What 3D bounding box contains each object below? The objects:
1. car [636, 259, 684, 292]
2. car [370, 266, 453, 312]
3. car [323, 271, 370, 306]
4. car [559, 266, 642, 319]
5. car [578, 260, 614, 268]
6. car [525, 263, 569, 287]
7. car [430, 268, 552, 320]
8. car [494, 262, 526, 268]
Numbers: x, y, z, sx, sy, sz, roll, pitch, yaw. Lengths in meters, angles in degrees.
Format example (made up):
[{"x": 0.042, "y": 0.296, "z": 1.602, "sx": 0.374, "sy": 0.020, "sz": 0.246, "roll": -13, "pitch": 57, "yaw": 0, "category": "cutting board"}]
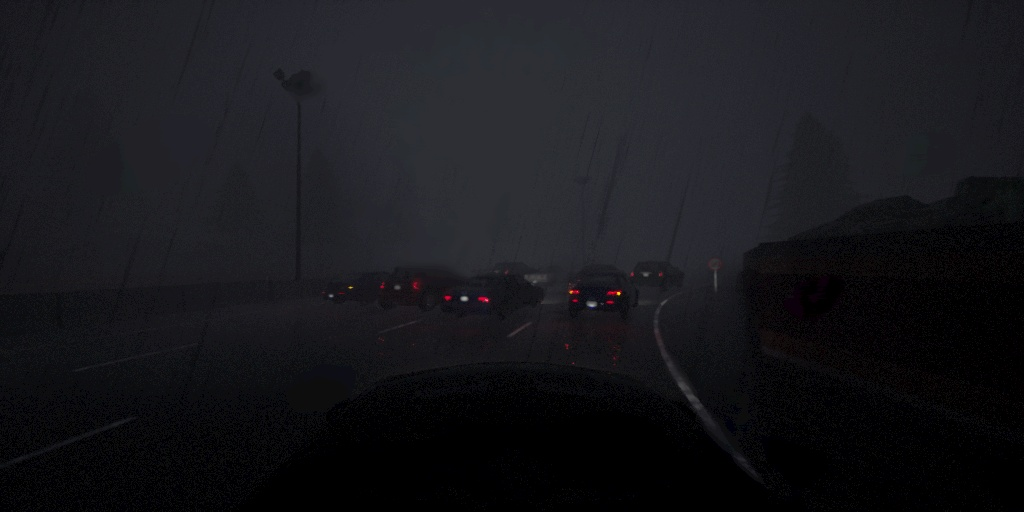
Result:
[{"x": 8.735, "y": 1.063, "z": 21.515, "sx": 2.097, "sy": 1.767, "sz": 4.553, "roll": -1, "pitch": 0, "yaw": 39, "category": "car"}, {"x": -3.305, "y": 1.179, "z": 15.002, "sx": 2.097, "sy": 1.767, "sz": 4.553, "roll": -1, "pitch": -1, "yaw": 24, "category": "car"}, {"x": -6.386, "y": 1.406, "z": 16.671, "sx": 1.812, "sy": 1.442, "sz": 4.674, "roll": -1, "pitch": 0, "yaw": 25, "category": "car"}, {"x": 3.313, "y": 1.249, "z": 12.673, "sx": 1.812, "sy": 1.442, "sz": 4.674, "roll": -1, "pitch": -1, "yaw": 25, "category": "car"}, {"x": 5.979, "y": 1.276, "z": 23.672, "sx": 1.837, "sy": 1.490, "sz": 4.892, "roll": -1, "pitch": 0, "yaw": 39, "category": "car"}, {"x": 3.019, "y": 1.427, "z": 25.583, "sx": 1.895, "sy": 1.301, "sz": 4.718, "roll": -1, "pitch": 0, "yaw": 39, "category": "car"}, {"x": -0.434, "y": 1.322, "z": 12.930, "sx": 2.033, "sy": 1.411, "sz": 5.357, "roll": -1, "pitch": 0, "yaw": 23, "category": "car"}, {"x": 0.333, "y": 1.232, "z": 27.814, "sx": 2.097, "sy": 1.767, "sz": 4.553, "roll": -1, "pitch": 0, "yaw": 39, "category": "car"}]
